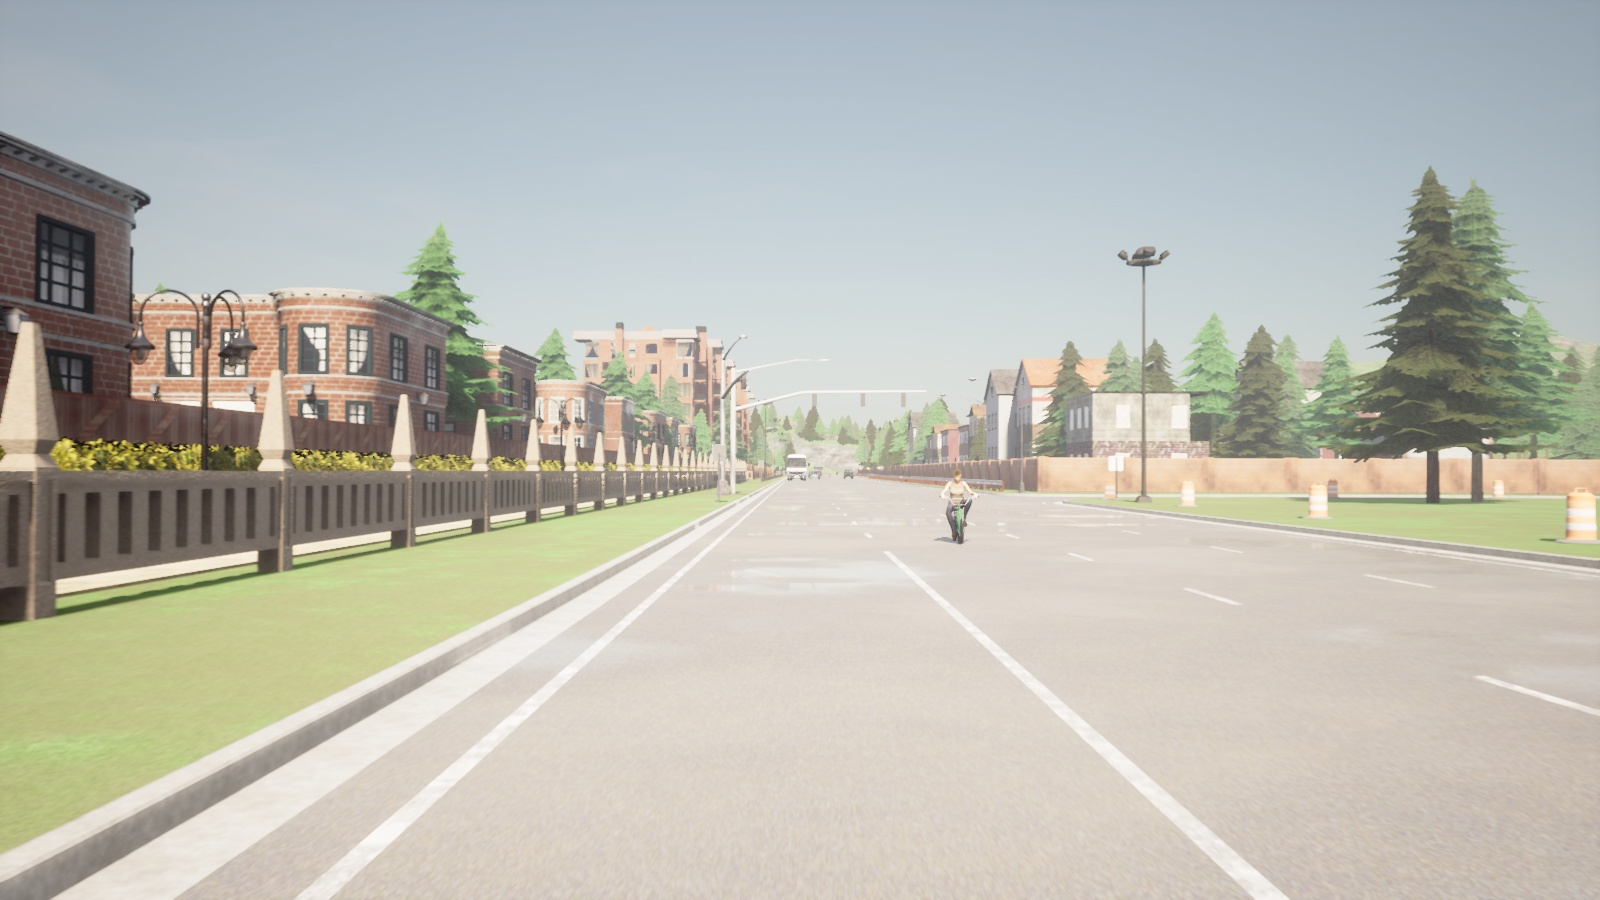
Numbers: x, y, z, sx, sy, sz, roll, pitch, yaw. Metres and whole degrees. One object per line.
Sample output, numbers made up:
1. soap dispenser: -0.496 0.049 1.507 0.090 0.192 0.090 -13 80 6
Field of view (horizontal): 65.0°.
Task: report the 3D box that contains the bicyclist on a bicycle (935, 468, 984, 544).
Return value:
1. bicyclist on a bicycle: 3.438 1.193 27.226 0.866 1.612 1.509 0 -1 0
